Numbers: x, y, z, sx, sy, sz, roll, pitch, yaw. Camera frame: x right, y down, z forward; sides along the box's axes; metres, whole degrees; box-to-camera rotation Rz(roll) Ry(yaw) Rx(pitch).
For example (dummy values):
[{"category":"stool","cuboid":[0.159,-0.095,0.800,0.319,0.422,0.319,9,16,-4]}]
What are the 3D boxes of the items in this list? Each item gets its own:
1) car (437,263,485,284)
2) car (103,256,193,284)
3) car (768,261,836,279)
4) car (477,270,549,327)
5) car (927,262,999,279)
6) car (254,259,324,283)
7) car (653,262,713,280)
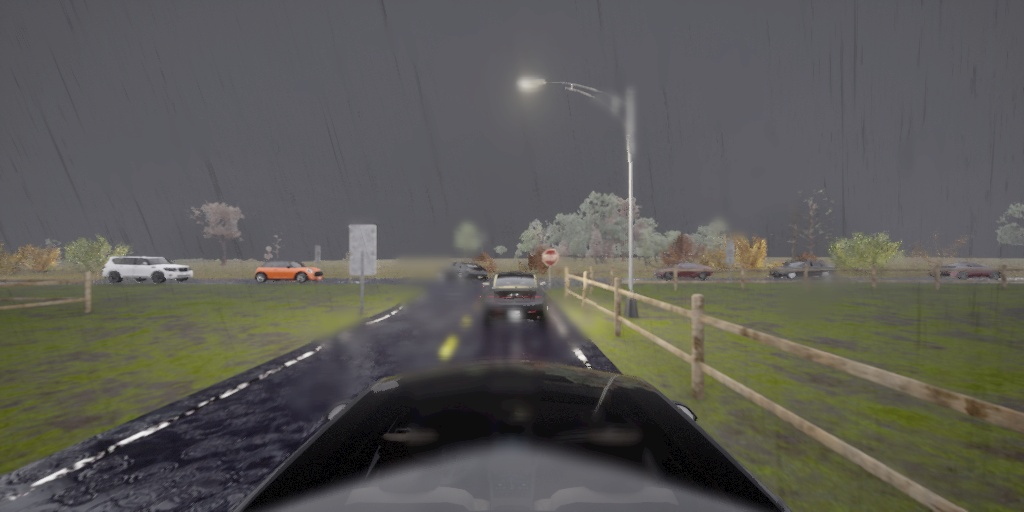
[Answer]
[{"category":"car","cuboid":[-3.845,1.242,27.249,1.837,1.490,4.892,3,-2,-42]},{"category":"car","cuboid":[-27.980,1.023,27.647,5.566,2.045,2.150,0,0,0]},{"category":"car","cuboid":[24.352,1.173,30.164,4.892,1.490,1.837,0,0,1]},{"category":"car","cuboid":[0.105,1.247,11.528,1.837,1.490,4.892,0,0,0]},{"category":"car","cuboid":[37.687,1.216,30.045,4.181,1.385,1.994,0,0,0]},{"category":"car","cuboid":[-16.991,1.125,27.557,4.553,1.767,2.097,0,0,1]},{"category":"car","cuboid":[14.363,1.215,30.249,4.674,1.442,1.812,0,0,0]}]
